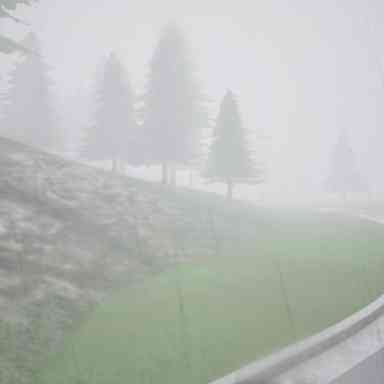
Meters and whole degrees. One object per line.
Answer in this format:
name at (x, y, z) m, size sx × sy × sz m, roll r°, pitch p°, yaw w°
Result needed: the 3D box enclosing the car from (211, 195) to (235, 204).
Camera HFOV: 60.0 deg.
car at (5.395, 1.266, 58.306) m, size 2.128 × 1.511 × 4.902 m, roll -1°, pitch 0°, yaw -39°
